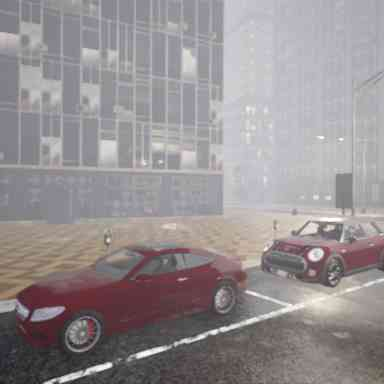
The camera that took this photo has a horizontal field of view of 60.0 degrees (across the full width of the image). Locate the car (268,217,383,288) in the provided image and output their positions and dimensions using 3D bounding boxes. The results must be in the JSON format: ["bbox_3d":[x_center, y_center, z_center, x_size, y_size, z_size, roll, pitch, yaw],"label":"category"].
[{"bbox_3d":[3.825,1.467,9.289,4.097,1.590,1.967,0,0,-36],"label":"car"}]

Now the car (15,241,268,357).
[{"bbox_3d":[-0.809,1.591,5.981,4.206,1.307,1.802,0,0,-36],"label":"car"}]
